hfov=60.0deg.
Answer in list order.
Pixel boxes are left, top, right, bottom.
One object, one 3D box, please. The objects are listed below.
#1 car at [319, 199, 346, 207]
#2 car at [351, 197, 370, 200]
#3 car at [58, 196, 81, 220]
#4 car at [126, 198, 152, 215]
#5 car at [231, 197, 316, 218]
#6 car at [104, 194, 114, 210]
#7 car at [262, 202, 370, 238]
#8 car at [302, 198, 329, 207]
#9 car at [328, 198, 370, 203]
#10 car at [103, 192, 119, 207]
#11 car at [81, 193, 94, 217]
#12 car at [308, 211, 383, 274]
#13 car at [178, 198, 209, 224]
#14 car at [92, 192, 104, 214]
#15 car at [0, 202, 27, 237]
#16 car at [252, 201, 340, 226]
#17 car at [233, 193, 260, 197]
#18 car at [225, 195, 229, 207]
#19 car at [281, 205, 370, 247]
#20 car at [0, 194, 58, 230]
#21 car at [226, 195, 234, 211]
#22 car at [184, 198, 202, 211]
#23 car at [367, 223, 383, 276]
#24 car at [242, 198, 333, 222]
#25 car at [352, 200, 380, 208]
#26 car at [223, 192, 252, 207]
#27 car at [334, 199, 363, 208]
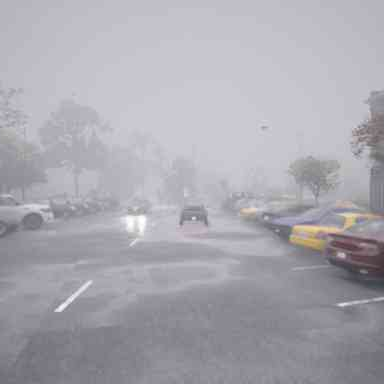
[{"bbox_3d":[28.137,2.152,66.826,2.231,1.521,4.892,2,0,-21],"label":"car"},{"bbox_3d":[25.476,1.885,48.633,2.435,2.045,5.566,2,1,-20],"label":"car"},{"bbox_3d":[-10.956,1.228,25.055,4.553,1.767,2.185,-1,0,-20],"label":"car"},{"bbox_3d":[-5.048,1.319,32.207,2.128,1.511,4.902,0,0,0],"label":"car"},{"bbox_3d":[5.847,1.352,23.800,5.366,1.575,1.946,1,1,-20],"label":"car"},{"bbox_3d":[-10.930,1.305,34.135,4.892,1.521,2.231,-1,0,-20],"label":"car"},{"bbox_3d":[6.007,1.405,15.001,5.008,1.535,2.097,1,1,-20],"label":"car"},{"bbox_3d":[24.744,2.049,66.796,2.231,1.521,4.892,2,-1,-21],"label":"car"},{"bbox_3d":[22.497,2.032,48.459,1.946,1.575,5.366,2,1,-21],"label":"car"},{"bbox_3d":[-10.947,1.037,37.138,5.566,2.045,2.435,-1,1,-20],"label":"car"},{"bbox_3d":[-10.960,1.211,28.083,4.553,1.767,2.185,-1,0,-20],"label":"car"},{"bbox_3d":[6.006,1.437,9.072,5.008,1.535,2.097,1,0,-20],"label":"car"},{"bbox_3d":[0.117,1.380,23.288,1.837,1.490,4.892,0,1,0],"label":"car"},{"bbox_3d":[-10.898,1.194,31.120,4.553,1.767,2.185,-1,1,-20],"label":"car"},{"bbox_3d":[-10.906,1.431,16.014,4.792,1.488,2.163,-1,0,-20],"label":"car"},{"bbox_3d":[6.037,1.419,17.967,4.792,1.488,2.163,1,0,-20],"label":"car"},{"bbox_3d":[6.051,1.216,26.836,4.553,1.767,2.185,1,1,-20],"label":"car"},{"bbox_3d":[6.023,1.350,32.746,4.674,1.452,2.002,1,0,-20],"label":"car"},{"bbox_3d":[6.179,1.420,12.105,5.366,1.575,1.946,1,0,-20],"label":"car"},{"bbox_3d":[-10.911,1.133,19.036,5.566,2.045,2.435,-1,0,-20],"label":"car"},{"bbox_3d":[6.026,1.327,29.788,4.892,1.521,2.231,1,1,-20],"label":"car"},{"bbox_3d":[0.124,1.392,38.751,1.895,1.301,4.718,0,0,0],"label":"car"},{"bbox_3d":[6.174,1.452,6.188,5.366,1.575,1.946,1,0,-20],"label":"car"},{"bbox_3d":[6.016,1.374,20.917,4.892,1.521,2.231,1,1,-20],"label":"car"},{"bbox_3d":[34.932,2.386,66.891,2.163,1.488,4.792,2,-1,-21],"label":"car"},{"bbox_3d":[6.051,1.043,35.720,5.566,2.045,2.435,1,0,-20],"label":"car"},{"bbox_3d":[31.457,2.250,67.045,1.946,1.575,5.366,2,0,-21],"label":"car"}]
